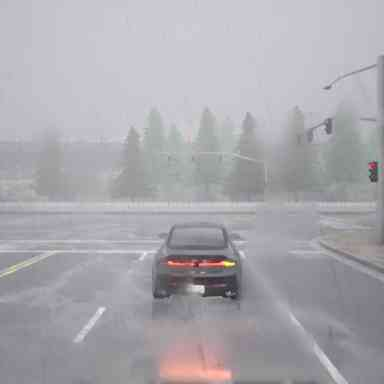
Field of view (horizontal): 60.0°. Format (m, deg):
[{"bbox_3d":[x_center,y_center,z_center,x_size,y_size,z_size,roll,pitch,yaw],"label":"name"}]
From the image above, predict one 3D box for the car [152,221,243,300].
[{"bbox_3d":[0.172,1.500,8.401,1.837,1.490,4.892,0,0,2],"label":"car"}]
